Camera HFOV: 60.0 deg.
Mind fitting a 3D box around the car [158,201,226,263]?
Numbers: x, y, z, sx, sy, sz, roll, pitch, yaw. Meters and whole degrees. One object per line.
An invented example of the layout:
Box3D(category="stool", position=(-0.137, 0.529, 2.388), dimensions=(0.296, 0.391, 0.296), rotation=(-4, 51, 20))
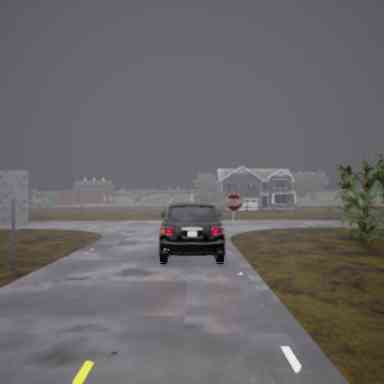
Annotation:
Box3D(category="car", position=(-0.027, 1.349, 12.571), dimensions=(2.150, 2.045, 5.566), rotation=(0, 0, -1))
